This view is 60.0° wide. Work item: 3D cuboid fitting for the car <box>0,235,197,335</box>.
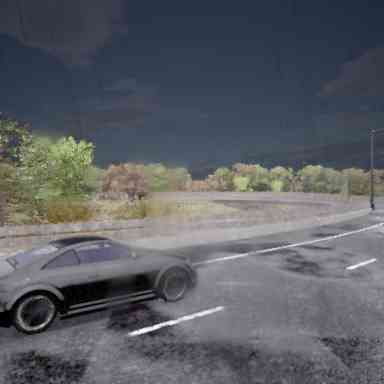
[{"bbox_3d":[-1.930,1.604,6.896,4.181,1.385,1.994,0,0,-37],"label":"car"}]
